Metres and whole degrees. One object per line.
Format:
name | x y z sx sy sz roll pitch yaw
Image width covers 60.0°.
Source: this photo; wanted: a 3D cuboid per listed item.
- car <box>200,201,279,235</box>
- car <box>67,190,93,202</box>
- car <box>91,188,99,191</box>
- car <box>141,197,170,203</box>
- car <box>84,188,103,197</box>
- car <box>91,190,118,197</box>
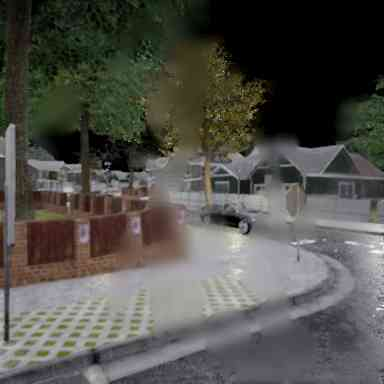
car | 2.344 1.235 17.397 2.128 1.511 4.902 0 1 -34
car | -14.932 0.640 43.587 1.994 1.385 4.181 0 1 -33
car | -16.316 0.369 52.107 1.837 1.490 4.892 0 2 -25
car | -2.777 1.095 25.145 1.812 1.442 4.674 0 1 -34
car | -18.295 0.034 62.200 2.128 1.511 4.902 0 2 -1
car | -8.281 0.892 33.457 1.812 1.442 4.674 0 1 -33
